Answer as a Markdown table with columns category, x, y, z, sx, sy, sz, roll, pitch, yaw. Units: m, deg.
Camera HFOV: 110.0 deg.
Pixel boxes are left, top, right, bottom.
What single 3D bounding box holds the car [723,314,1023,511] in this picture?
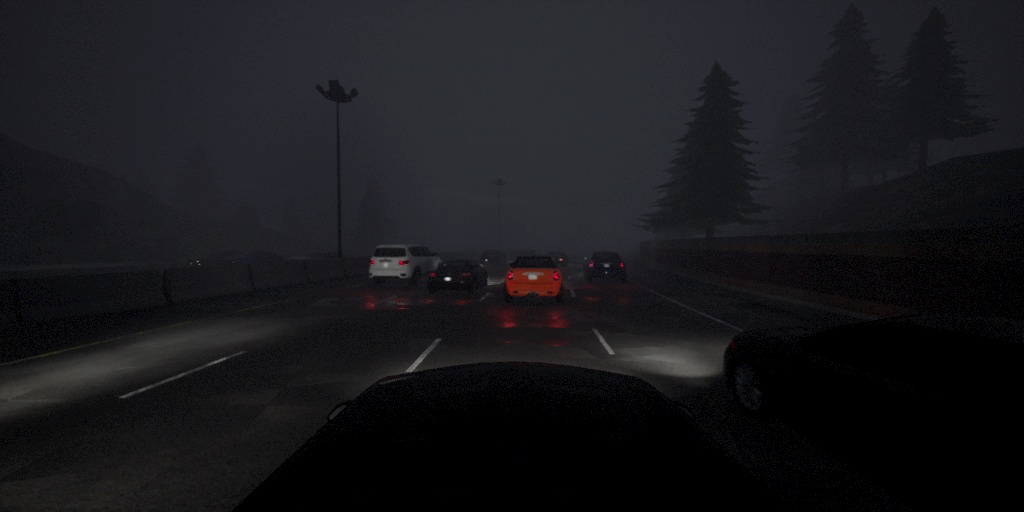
| category | x | y | z | sx | sy | sz | roll | pitch | yaw |
| --- | --- | --- | --- | --- | --- | --- | --- | --- | --- |
| car | 3.688 | 1.224 | 2.774 | 1.837 | 1.490 | 4.892 | 0 | 2 | 1 |

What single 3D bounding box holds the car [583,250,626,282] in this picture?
| category | x | y | z | sx | sy | sz | roll | pitch | yaw |
| --- | --- | --- | --- | --- | --- | --- | --- | --- | --- |
| car | 5.353 | 0.475 | 21.126 | 2.097 | 1.767 | 4.553 | 0 | 2 | 9 |

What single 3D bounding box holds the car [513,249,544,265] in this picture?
| category | x | y | z | sx | sy | sz | roll | pitch | yaw |
| --- | --- | --- | --- | --- | --- | --- | --- | --- | --- |
| car | 1.807 | 0.078 | 37.544 | 2.128 | 1.511 | 4.902 | 1 | 2 | 15 |

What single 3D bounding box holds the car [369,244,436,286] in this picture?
| category | x | y | z | sx | sy | sz | roll | pitch | yaw |
| --- | --- | --- | --- | --- | --- | --- | --- | --- | --- |
| car | -5.546 | 0.390 | 19.406 | 2.150 | 2.045 | 5.566 | 0 | 2 | 7 |

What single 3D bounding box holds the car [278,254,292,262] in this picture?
| category | x | y | z | sx | sy | sz | roll | pitch | yaw |
| --- | --- | --- | --- | --- | --- | --- | --- | --- | --- |
| car | -17.771 | 0.280 | 31.816 | 1.812 | 1.442 | 4.674 | 0 | 2 | 12 |

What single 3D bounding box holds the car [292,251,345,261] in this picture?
| category | x | y | z | sx | sy | sz | roll | pitch | yaw |
| --- | --- | --- | --- | --- | --- | --- | --- | --- | --- |
| car | -14.841 | 0.427 | 28.557 | 1.994 | 1.385 | 4.181 | 0 | 2 | 11 |

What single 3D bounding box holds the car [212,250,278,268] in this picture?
| category | x | y | z | sx | sy | sz | roll | pitch | yaw |
| --- | --- | --- | --- | --- | --- | --- | --- | --- | --- |
| car | -21.683 | 0.284 | 30.099 | 1.882 | 1.535 | 5.008 | 0 | 2 | 11 |

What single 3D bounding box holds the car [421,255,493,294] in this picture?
| category | x | y | z | sx | sy | sz | roll | pitch | yaw |
| --- | --- | --- | --- | --- | --- | --- | --- | --- | --- |
| car | -2.356 | 0.832 | 16.443 | 1.994 | 1.385 | 4.181 | 0 | 2 | 7 |

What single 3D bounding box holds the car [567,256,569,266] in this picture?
| category | x | y | z | sx | sy | sz | roll | pitch | yaw |
| --- | --- | --- | --- | --- | --- | --- | --- | --- | --- |
| car | 4.124 | 0.290 | 32.813 | 2.033 | 1.411 | 5.357 | 0 | 2 | 14 |

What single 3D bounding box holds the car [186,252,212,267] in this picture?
| category | x | y | z | sx | sy | sz | roll | pitch | yaw |
| --- | --- | --- | --- | --- | --- | --- | --- | --- | --- |
| car | -25.083 | 0.282 | 30.904 | 1.837 | 1.490 | 4.892 | 0 | 2 | 11 |

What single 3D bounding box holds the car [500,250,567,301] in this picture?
| category | x | y | z | sx | sy | sz | roll | pitch | yaw |
| --- | --- | --- | --- | --- | --- | --- | --- | --- | --- |
| car | 0.944 | 0.686 | 14.516 | 2.097 | 1.767 | 4.553 | 0 | 2 | 6 |

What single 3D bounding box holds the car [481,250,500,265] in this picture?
| category | x | y | z | sx | sy | sz | roll | pitch | yaw |
| --- | --- | --- | --- | --- | --- | --- | --- | --- | --- |
| car | -1.881 | 0.095 | 37.306 | 1.837 | 1.490 | 4.892 | 0 | 2 | 15 |
